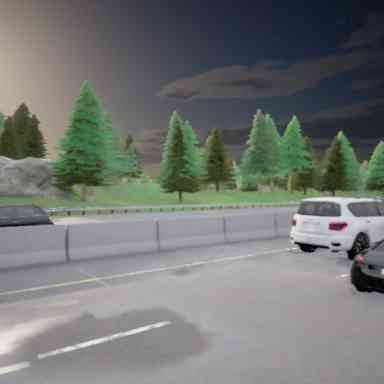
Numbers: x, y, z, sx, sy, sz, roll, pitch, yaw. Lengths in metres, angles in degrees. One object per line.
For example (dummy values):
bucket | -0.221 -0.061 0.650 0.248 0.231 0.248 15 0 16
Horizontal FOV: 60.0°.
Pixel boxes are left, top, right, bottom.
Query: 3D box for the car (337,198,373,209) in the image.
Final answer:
car | 22.481 1.538 45.757 5.357 1.411 2.033 0 0 -35

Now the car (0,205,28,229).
car | -12.686 1.564 20.738 4.181 1.385 1.994 0 0 -36

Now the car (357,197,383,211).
car | 23.046 1.494 41.872 4.892 1.490 1.837 -1 0 -35

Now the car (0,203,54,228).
car | -8.687 1.352 14.992 4.553 1.767 2.097 0 0 -36

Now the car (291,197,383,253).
car | 6.044 1.219 12.357 5.566 2.045 2.150 0 0 -36

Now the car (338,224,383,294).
car | 5.529 1.562 7.693 4.181 1.385 1.994 0 0 -35

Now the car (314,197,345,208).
car | 19.923 1.498 48.223 4.892 1.490 1.837 1 0 -35
